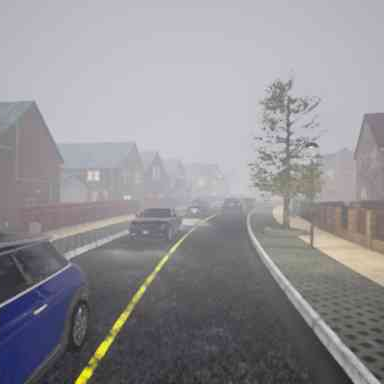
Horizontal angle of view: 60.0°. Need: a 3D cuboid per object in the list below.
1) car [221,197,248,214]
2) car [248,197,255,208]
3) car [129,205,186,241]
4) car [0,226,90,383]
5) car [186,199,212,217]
[{"bbox_3d":[4.355,1.305,34.562,2.097,1.767,4.553,0,0,14],"label":"car"},{"bbox_3d":[7.538,1.431,46.184,1.837,1.490,4.892,0,1,19],"label":"car"},{"bbox_3d":[-1.697,1.462,16.773,1.882,1.535,5.008,0,0,7],"label":"car"},{"bbox_3d":[-2.683,1.347,3.167,2.097,1.767,4.553,0,0,3],"label":"car"},{"bbox_3d":[0.681,1.457,31.341,2.128,1.511,4.902,0,0,12],"label":"car"}]
